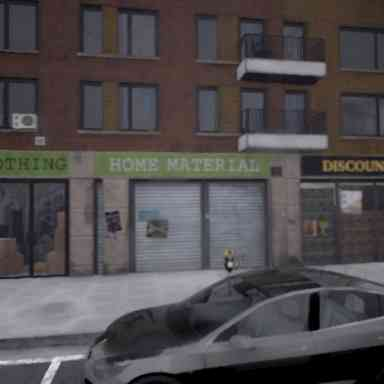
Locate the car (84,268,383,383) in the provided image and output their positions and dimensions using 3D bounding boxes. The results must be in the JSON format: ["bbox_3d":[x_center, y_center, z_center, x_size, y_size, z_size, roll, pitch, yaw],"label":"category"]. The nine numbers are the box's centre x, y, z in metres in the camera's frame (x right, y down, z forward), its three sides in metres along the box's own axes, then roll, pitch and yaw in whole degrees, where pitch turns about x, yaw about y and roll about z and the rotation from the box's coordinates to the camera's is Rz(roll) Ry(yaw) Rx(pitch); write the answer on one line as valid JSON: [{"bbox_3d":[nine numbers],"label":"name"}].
[{"bbox_3d":[0.959,1.703,4.112,4.313,1.339,1.947,0,-2,-9],"label":"car"}]
